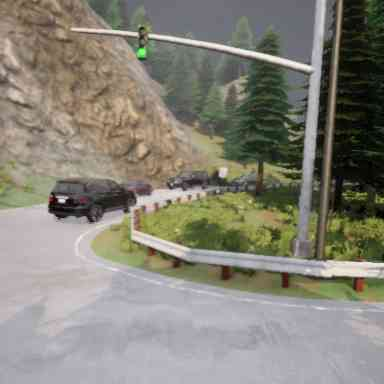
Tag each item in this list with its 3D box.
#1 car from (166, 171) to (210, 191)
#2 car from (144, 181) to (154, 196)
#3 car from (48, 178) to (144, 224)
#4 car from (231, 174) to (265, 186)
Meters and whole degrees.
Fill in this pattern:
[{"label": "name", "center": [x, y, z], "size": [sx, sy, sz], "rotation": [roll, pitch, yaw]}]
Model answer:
[{"label": "car", "center": [-0.267, -1.254, 35.531], "size": [2.150, 2.045, 5.566], "rotation": [5, 6, 39]}, {"label": "car", "center": [-4.802, -0.307, 27.115], "size": [1.994, 1.385, 4.181], "rotation": [5, 6, 22]}, {"label": "car", "center": [-4.972, 0.280, 17.464], "size": [2.150, 2.045, 5.566], "rotation": [4, 6, 19]}, {"label": "car", "center": [7.167, -1.521, 42.381], "size": [4.553, 1.767, 2.097], "rotation": [-2, 5, -34]}]
